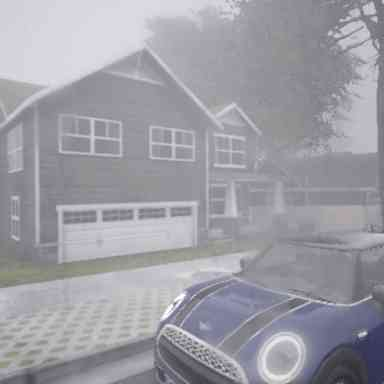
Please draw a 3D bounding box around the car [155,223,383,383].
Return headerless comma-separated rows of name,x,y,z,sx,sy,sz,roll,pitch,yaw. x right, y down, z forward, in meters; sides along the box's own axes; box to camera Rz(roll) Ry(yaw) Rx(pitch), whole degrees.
car,1.758,1.379,4.508,4.553,1.767,2.097,0,0,-37
